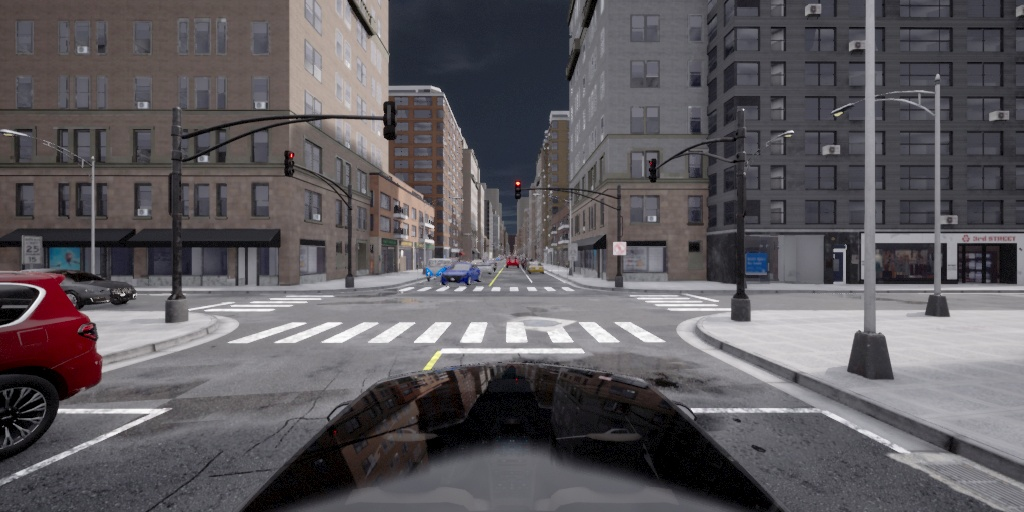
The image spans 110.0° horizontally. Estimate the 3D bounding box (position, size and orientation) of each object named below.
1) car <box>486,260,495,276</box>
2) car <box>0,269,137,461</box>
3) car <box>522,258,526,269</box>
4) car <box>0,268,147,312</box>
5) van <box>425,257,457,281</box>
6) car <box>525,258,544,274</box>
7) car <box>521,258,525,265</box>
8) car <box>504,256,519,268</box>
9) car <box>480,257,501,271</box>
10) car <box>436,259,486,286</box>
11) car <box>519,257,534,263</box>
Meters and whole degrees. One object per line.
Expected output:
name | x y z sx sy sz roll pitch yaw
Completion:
car | -3.086 1.348 37.871 1.895 1.301 4.718 0 0 0
car | -5.858 1.065 2.153 2.192 1.841 5.009 0 0 0
car | 2.685 1.296 45.908 2.007 1.370 4.403 0 0 0
car | -17.571 1.265 13.872 4.892 1.490 1.837 0 0 -2
van | -5.848 1.088 29.101 1.690 1.789 3.998 0 0 0
car | 2.682 1.272 40.483 1.751 1.417 4.829 0 0 0
car | 2.687 1.310 51.502 1.948 1.339 4.313 0 0 0
car | 0.121 0.965 60.989 2.150 2.045 5.566 0 0 0
car | -3.070 1.237 49.464 2.128 1.511 4.902 0 0 0
car | -3.469 1.226 25.281 1.882 1.535 5.008 0 0 7
car | 2.689 1.058 57.096 2.192 1.841 5.009 0 0 0
